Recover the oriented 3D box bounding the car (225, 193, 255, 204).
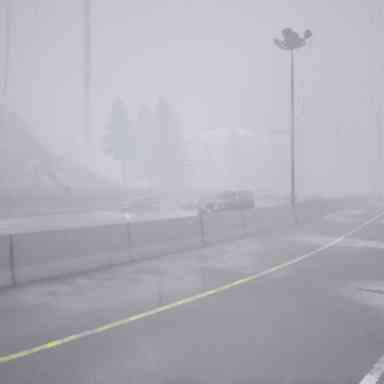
[{"bbox_3d":[7.029,0.914,48.424,2.033,1.411,5.357,0,1,35],"label":"car"}]

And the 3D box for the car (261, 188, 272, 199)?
[{"bbox_3d":[9.893,0.316,46.412,2.097,1.767,4.553,0,1,35],"label":"car"}]

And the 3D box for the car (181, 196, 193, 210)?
[{"bbox_3d":[0.833,0.929,33.824,2.097,1.767,4.553,0,1,36],"label":"car"}]

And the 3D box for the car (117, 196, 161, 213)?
[{"bbox_3d":[-4.982,1.157,31.706,1.837,1.490,4.892,0,1,36],"label":"car"}]

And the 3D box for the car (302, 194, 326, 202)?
[{"bbox_3d":[15.563,0.951,42.307,1.895,1.301,4.718,0,1,35],"label":"car"}]

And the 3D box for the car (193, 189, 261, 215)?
[{"bbox_3d":[2.751,0.898,24.468,2.150,2.045,5.566,0,1,36],"label":"car"}]

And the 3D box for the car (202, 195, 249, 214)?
[{"bbox_3d":[3.234,1.081,31.166,2.128,1.511,4.902,0,1,36],"label":"car"}]

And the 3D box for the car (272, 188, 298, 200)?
[{"bbox_3d":[12.730,0.589,44.362,1.812,1.442,4.674,0,1,35],"label":"car"}]
